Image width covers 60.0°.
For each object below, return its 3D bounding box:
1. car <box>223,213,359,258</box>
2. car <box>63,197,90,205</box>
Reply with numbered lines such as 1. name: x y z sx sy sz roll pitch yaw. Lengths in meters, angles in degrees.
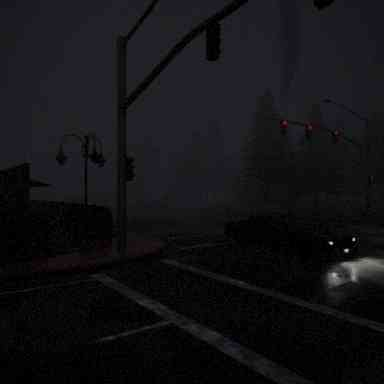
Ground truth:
1. car: 3.554 1.547 13.150 2.033 1.411 5.357 0 0 -36
2. car: -11.763 1.343 33.571 2.097 1.767 4.553 0 0 -37
